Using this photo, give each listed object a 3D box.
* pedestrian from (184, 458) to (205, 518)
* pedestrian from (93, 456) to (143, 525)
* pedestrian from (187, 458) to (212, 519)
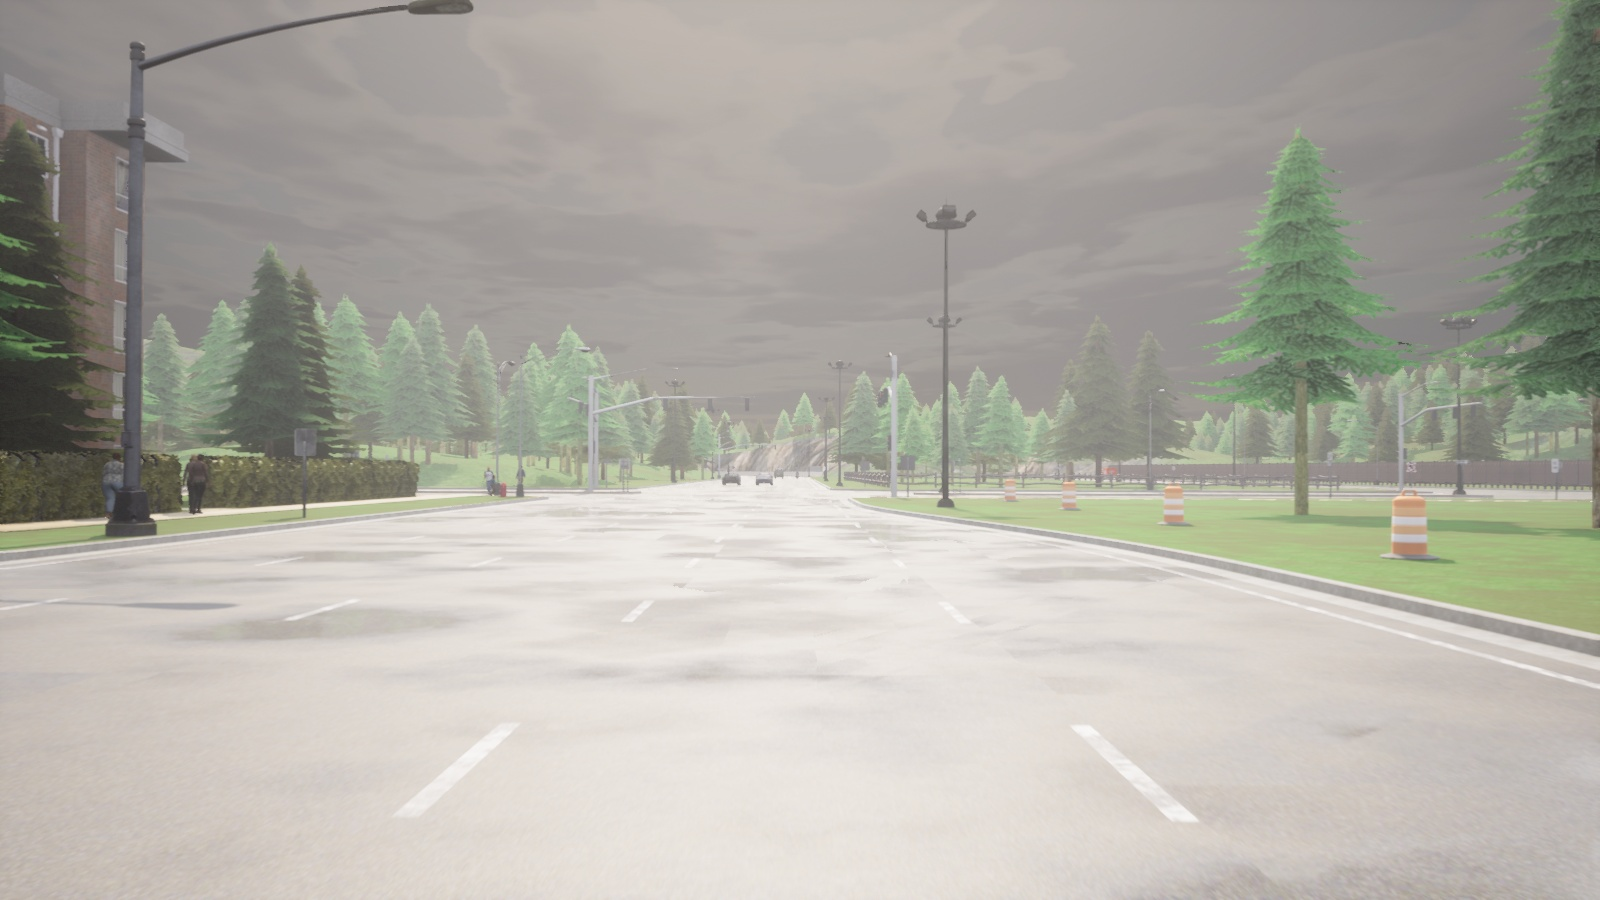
[{"bbox_3d":[-18.654,1.165,38.668,0.331,1.846,0.634,0,-1,0],"label":"pedestrian"},{"bbox_3d":[-18.647,1.093,34.336,0.874,1.855,0.900,0,-1,0],"label":"pedestrian"},{"bbox_3d":[-18.103,1.150,37.866,0.328,1.805,0.869,0,-1,-2],"label":"pedestrian"}]
